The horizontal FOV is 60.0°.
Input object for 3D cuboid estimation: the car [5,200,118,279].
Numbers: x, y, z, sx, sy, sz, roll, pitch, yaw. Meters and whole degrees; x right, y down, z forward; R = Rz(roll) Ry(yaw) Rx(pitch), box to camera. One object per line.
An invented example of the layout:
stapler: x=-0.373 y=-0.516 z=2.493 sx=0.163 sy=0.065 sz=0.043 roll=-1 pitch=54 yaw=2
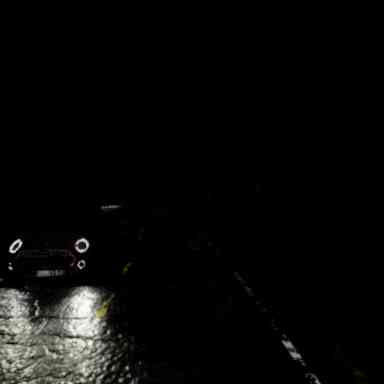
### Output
car: x=-3.644 y=1.302 z=10.002 sx=2.097 sy=1.767 sz=4.553 roll=0 pitch=0 yaw=-5

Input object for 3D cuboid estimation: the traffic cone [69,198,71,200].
traffic cone: x=-29.890 y=1.551 z=81.560 sx=0.340 sy=0.580 sz=0.340 roll=0 pitch=0 yaw=-34

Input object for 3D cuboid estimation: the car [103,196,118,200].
car: x=-12.345 y=1.290 z=50.034 sx=2.033 sy=1.411 sz=5.357 roll=0 pitch=0 yaw=-20
